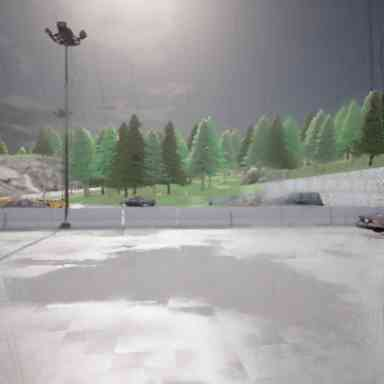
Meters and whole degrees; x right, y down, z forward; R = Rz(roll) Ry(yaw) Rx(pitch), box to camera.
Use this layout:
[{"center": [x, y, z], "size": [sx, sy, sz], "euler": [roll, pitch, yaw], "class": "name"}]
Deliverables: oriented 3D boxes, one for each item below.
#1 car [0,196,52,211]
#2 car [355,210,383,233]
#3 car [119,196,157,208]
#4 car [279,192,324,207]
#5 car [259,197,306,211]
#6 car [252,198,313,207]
[{"center": [-16.107, 1.390, 31.295], "size": [5.357, 1.411, 2.033], "euler": [0, 0, -7], "class": "car"}, {"center": [11.198, 1.474, 16.946], "size": [5.357, 1.411, 2.033], "euler": [0, 0, -7], "class": "car"}, {"center": [-6.909, 1.302, 42.327], "size": [4.892, 1.490, 1.837], "euler": [0, 1, 19], "class": "car"}, {"center": [10.858, 1.064, 34.746], "size": [5.566, 2.045, 2.150], "euler": [0, 0, -7], "class": "car"}, {"center": [10.398, 1.333, 38.217], "size": [4.892, 1.490, 1.837], "euler": [0, 0, -7], "class": "car"}, {"center": [6.680, 1.424, 27.154], "size": [5.357, 1.411, 2.033], "euler": [0, 0, -7], "class": "car"}]
